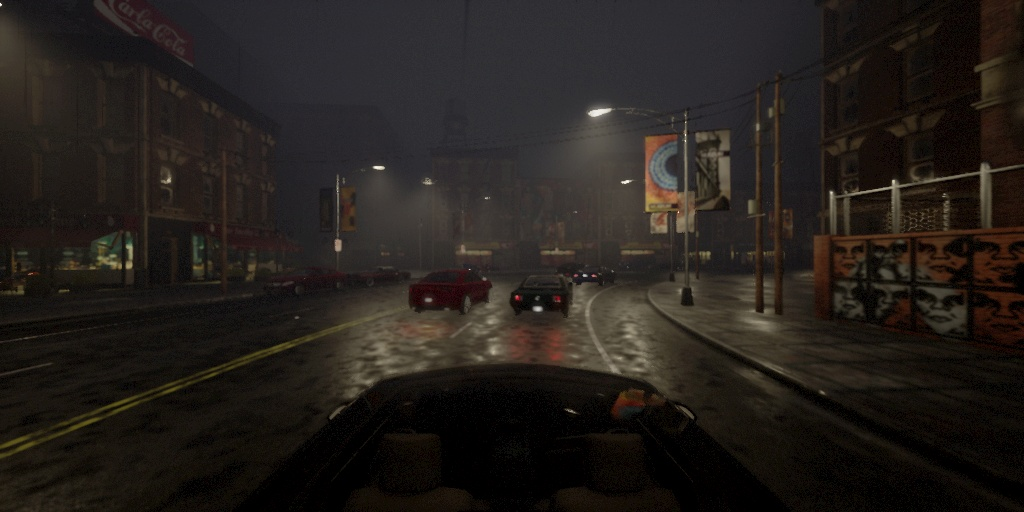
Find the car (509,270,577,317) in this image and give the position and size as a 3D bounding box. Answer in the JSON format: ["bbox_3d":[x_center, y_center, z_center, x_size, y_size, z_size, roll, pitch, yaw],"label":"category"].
[{"bbox_3d":[1.300,1.373,13.452,1.895,1.301,4.718,0,0,12],"label":"car"}]

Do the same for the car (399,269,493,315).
[{"bbox_3d":[-2.158,1.258,13.949,1.882,1.535,5.008,0,0,12],"label":"car"}]

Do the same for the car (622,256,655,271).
[{"bbox_3d":[17.309,1.029,49.242,5.566,2.045,2.150,0,0,-22],"label":"car"}]

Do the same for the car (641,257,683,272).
[{"bbox_3d":[19.776,1.290,46.424,4.902,1.511,2.128,0,0,-19],"label":"car"}]

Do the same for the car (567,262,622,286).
[{"bbox_3d":[5.992,1.334,25.596,2.033,1.411,5.357,0,0,30],"label":"car"}]

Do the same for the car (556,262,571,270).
[{"bbox_3d":[5.512,1.303,31.134,1.837,1.490,4.892,-1,-1,35],"label":"car"}]
